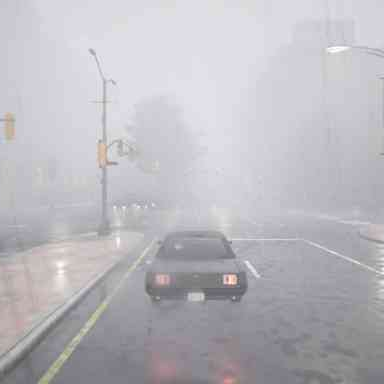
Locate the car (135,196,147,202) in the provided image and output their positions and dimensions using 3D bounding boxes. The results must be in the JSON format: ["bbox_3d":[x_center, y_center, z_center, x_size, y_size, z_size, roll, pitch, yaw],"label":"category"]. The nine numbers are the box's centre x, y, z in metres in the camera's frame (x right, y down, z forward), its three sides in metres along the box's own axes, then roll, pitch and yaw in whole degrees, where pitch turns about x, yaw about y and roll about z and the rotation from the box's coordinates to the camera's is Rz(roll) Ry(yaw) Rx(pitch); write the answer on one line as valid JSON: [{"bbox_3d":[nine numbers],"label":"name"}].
[{"bbox_3d":[-11.471,1.552,74.457,1.994,1.385,4.181,0,0,0],"label":"car"}]

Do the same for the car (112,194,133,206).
[{"bbox_3d":[-11.566,1.526,55.161,1.812,1.442,4.674,0,0,0],"label":"car"}]

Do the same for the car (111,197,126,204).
[{"bbox_3d":[-14.723,1.595,66.869,1.895,1.301,4.718,0,0,0],"label":"car"}]

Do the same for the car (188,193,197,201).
[{"bbox_3d":[0.034,1.218,86.507,2.150,2.045,5.566,0,0,0],"label":"car"}]

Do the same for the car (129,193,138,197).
[{"bbox_3d":[-11.512,1.221,64.573,2.150,2.045,5.566,0,0,1],"label":"car"}]

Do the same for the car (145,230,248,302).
[{"bbox_3d":[0.078,1.601,8.209,1.895,1.301,4.718,0,0,0],"label":"car"}]

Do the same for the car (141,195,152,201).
[{"bbox_3d":[-11.467,1.525,84.691,2.128,1.511,4.902,0,0,0],"label":"car"}]

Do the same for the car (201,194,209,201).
[{"bbox_3d":[3.534,1.519,86.892,2.128,1.511,4.902,0,0,0],"label":"car"}]

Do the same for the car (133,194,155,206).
[{"bbox_3d":[-8.066,1.547,56.559,2.033,1.411,5.357,0,0,0],"label":"car"}]

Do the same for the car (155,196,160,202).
[{"bbox_3d":[-8.003,1.564,65.795,1.994,1.385,4.181,0,0,1],"label":"car"}]
